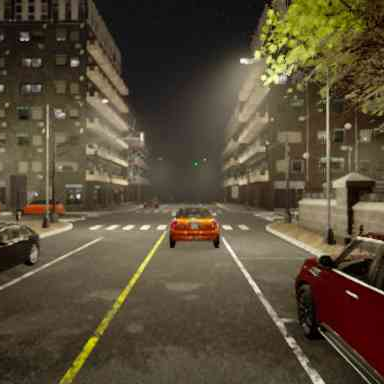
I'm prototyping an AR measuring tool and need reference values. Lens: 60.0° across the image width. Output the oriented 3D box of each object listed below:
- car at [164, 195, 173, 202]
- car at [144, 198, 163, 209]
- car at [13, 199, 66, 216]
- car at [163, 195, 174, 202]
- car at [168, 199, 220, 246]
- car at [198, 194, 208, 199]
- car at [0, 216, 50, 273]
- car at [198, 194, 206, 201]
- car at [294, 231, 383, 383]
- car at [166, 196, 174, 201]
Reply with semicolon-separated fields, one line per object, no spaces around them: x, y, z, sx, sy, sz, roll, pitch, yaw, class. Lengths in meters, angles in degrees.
-5.674;1.540;80.953;1.967;1.590;4.097;1;0;0;car
-5.676;1.517;46.974;1.967;1.590;4.097;1;0;0;car
-14.689;1.480;31.989;4.553;1.767;2.097;0;-1;4;car
-5.676;1.664;75.291;1.947;1.339;4.313;1;0;0;car
0.101;1.386;15.477;2.097;1.767;4.553;0;0;0;car
2.704;1.662;69.599;1.947;1.339;4.313;1;0;0;car
-5.681;1.571;9.029;2.008;1.369;4.403;1;0;0;car
2.708;1.417;92.250;2.192;1.841;5.009;1;0;0;car
2.702;1.324;3.547;2.192;1.841;5.009;1;0;0;car
-5.676;1.683;86.616;1.802;1.307;4.206;1;0;0;car
